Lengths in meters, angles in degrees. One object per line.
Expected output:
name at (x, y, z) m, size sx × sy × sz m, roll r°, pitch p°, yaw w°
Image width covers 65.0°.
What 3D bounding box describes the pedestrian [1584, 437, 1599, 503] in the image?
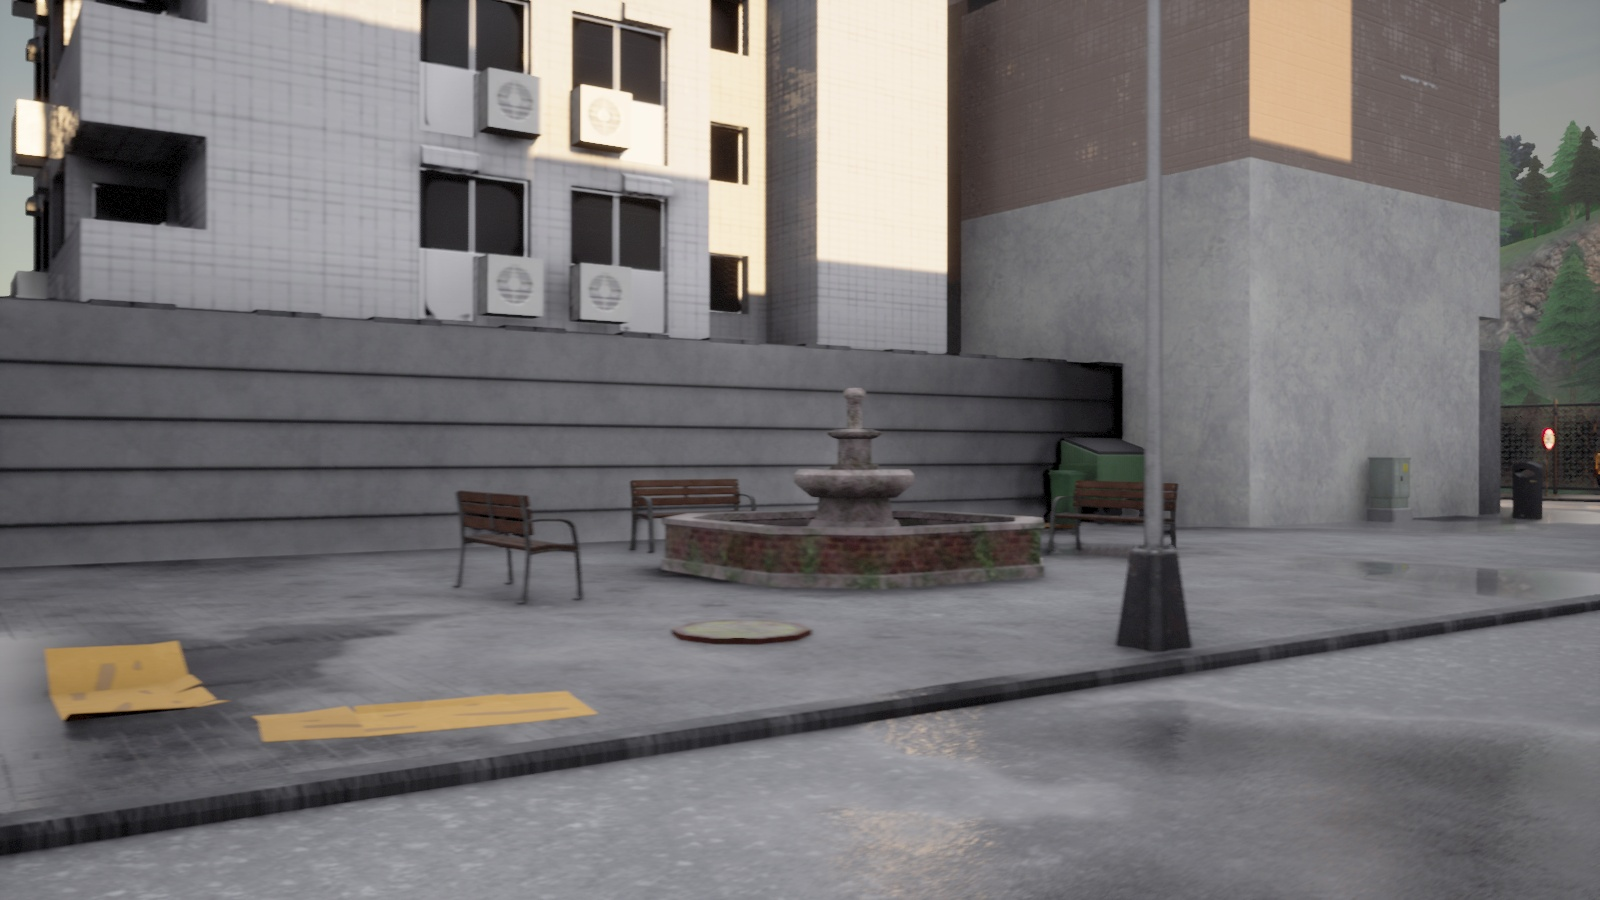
pedestrian at (23.042, 0.570, 35.919) m, size 0.874 × 1.855 × 0.900 m, roll 0°, pitch 0°, yaw 45°
